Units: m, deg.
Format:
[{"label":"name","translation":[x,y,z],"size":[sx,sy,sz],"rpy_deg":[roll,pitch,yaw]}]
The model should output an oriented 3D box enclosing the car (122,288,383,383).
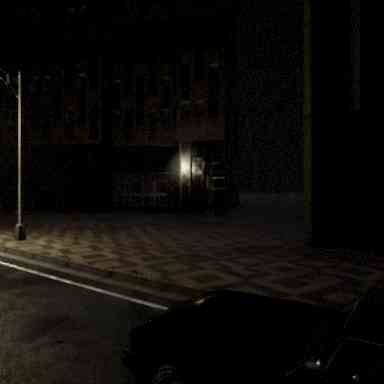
[{"label":"car","translation":[1.610,1.604,2.884],"size":[4.718,1.301,1.895],"rpy_deg":[0,0,36]}]
